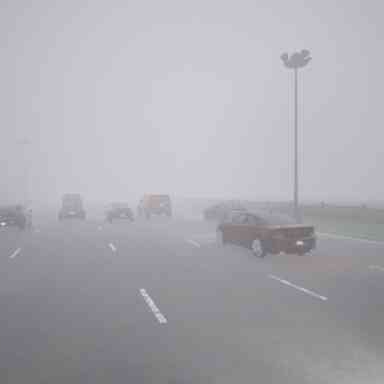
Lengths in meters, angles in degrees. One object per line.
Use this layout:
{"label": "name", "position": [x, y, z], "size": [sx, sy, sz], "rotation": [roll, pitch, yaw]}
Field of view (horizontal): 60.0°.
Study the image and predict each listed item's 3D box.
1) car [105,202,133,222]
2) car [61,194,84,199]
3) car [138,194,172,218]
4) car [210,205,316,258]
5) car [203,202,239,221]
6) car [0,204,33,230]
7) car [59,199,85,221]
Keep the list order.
{"label": "car", "position": [-5.855, 1.534, 26.516], "size": [1.812, 1.442, 4.674], "rotation": [0, 0, -20]}
{"label": "car", "position": [-13.429, 1.235, 37.465], "size": [2.150, 2.045, 5.566], "rotation": [0, 0, -19]}
{"label": "car", "position": [-3.444, 1.228, 30.210], "size": [2.150, 2.045, 5.566], "rotation": [0, 0, -19]}
{"label": "car", "position": [2.628, 1.480, 12.998], "size": [1.882, 1.535, 5.008], "rotation": [0, 0, -19]}
{"label": "car", "position": [2.364, 1.496, 24.261], "size": [2.128, 1.511, 4.902], "rotation": [0, 0, -19]}
{"label": "car", "position": [-11.256, 1.513, 20.789], "size": [1.837, 1.490, 4.892], "rotation": [0, 0, -19]}
{"label": "car", "position": [-9.895, 1.573, 27.449], "size": [1.994, 1.385, 4.181], "rotation": [0, 0, -19]}
